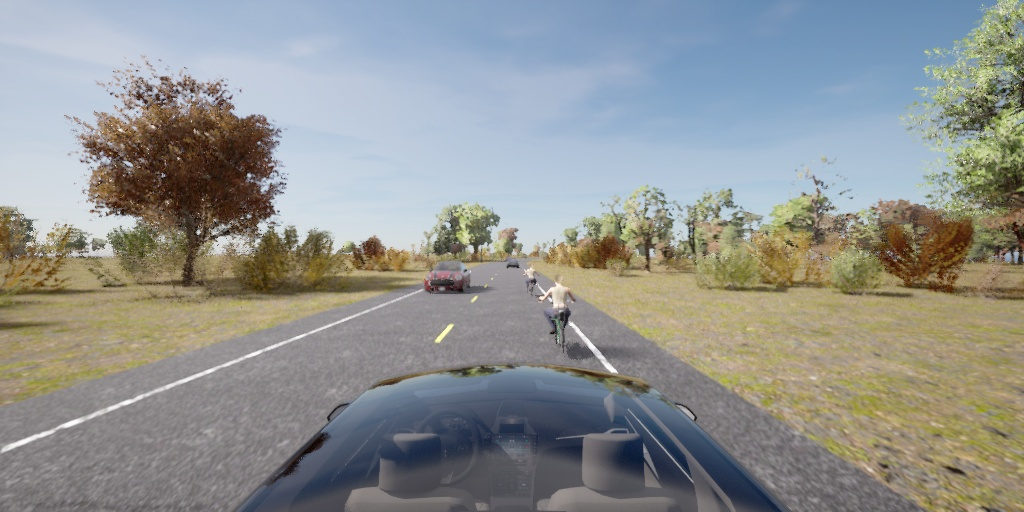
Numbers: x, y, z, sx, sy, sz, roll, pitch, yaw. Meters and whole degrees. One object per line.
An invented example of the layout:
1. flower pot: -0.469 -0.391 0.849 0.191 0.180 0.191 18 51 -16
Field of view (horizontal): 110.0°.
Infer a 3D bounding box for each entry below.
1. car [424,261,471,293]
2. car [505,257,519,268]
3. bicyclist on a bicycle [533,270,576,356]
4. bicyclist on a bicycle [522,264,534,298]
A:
1. car: -3.592 1.102 20.640 2.097 1.767 4.553 0 0 0
2. car: 0.131 1.271 60.240 1.994 1.385 4.181 0 0 0
3. bicyclist on a bicycle: 0.987 1.187 7.678 0.866 1.612 1.509 0 0 0
4. bicyclist on a bicycle: 0.946 1.187 17.555 0.866 1.612 1.509 0 0 0
